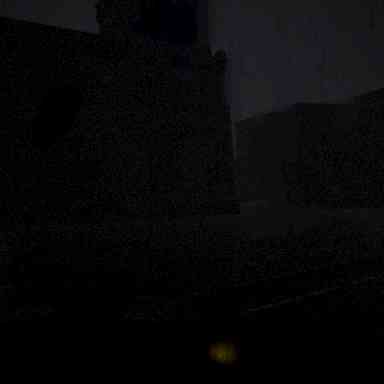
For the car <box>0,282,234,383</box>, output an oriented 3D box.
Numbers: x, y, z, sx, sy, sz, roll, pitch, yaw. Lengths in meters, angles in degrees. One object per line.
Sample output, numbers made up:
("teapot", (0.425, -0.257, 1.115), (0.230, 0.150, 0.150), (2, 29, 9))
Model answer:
("car", (-1.770, 1.524, 2.368), (4.674, 1.442, 1.812), (0, 0, -35))
